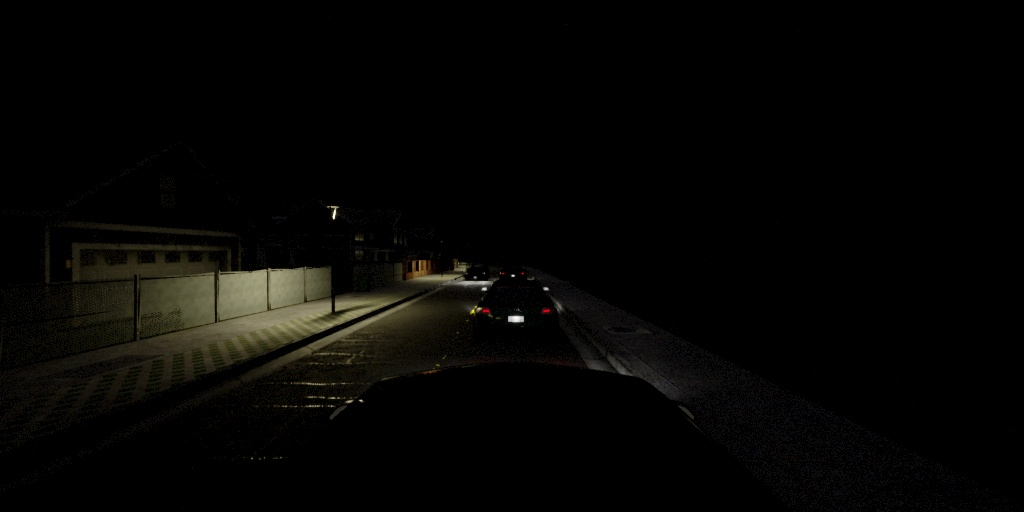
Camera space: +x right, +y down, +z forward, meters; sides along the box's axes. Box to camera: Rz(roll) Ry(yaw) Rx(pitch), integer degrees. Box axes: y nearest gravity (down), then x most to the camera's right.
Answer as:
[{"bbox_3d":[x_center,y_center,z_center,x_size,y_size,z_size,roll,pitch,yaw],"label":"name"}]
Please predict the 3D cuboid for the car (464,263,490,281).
[{"bbox_3d":[-2.886,1.292,30.681,2.033,1.411,5.357,0,0,0],"label":"car"}]

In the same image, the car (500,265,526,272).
[{"bbox_3d":[0.069,1.310,26.291,1.994,1.385,4.181,0,0,0],"label":"car"}]

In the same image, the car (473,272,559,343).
[{"bbox_3d":[0.089,1.313,9.647,1.994,1.385,4.181,0,0,0],"label":"car"}]
